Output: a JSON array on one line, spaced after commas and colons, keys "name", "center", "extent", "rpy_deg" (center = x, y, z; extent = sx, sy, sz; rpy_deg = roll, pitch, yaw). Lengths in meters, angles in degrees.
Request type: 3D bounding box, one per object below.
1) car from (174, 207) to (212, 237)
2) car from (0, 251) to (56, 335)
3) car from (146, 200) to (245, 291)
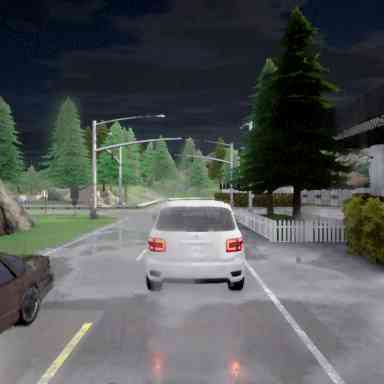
[{"name": "car", "center": [0.020, 1.601, 18.934], "extent": [1.895, 1.301, 4.718], "rpy_deg": [0, 0, 0]}, {"name": "car", "center": [-3.613, 1.547, 4.324], "extent": [2.033, 1.411, 5.357], "rpy_deg": [0, 0, 0]}, {"name": "car", "center": [0.065, 1.221, 9.170], "extent": [2.150, 2.045, 5.566], "rpy_deg": [0, 0, 0]}]
